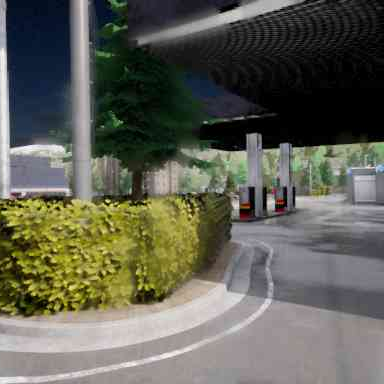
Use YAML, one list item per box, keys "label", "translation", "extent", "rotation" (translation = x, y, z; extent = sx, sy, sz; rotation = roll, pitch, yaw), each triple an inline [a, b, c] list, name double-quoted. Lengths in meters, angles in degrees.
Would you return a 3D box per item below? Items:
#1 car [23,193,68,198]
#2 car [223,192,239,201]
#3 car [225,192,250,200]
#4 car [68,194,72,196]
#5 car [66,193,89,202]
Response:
- label: "car"
  translation: [-14.795, 1.183, 33.599]
  extent: [3.866, 1.878, 1.905]
  rotation: [-1, 1, 35]
- label: "car"
  translation: [7.405, 0.851, 63.928]
  extent: [5.027, 1.636, 2.152]
  rotation: [-1, 1, 35]
- label: "car"
  translation: [9.177, 0.812, 66.517]
  extent: [4.514, 1.523, 2.007]
  rotation: [-1, 1, 35]
- label: "car"
  translation: [-24.271, 1.124, 63.885]
  extent: [3.866, 1.878, 1.905]
  rotation: [-1, 1, 35]
- label: "car"
  translation: [-22.926, 1.103, 66.494]
  extent: [4.605, 1.855, 1.932]
  rotation: [-1, 1, 35]
